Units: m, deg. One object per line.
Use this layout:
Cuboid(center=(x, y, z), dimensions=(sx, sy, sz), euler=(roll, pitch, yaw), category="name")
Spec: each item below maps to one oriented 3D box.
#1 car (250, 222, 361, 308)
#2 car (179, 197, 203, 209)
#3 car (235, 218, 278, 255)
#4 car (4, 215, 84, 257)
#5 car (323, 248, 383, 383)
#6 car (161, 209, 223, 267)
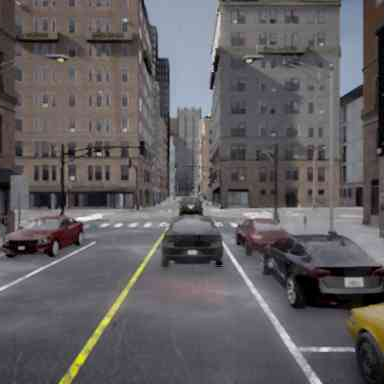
Cuboid(center=(2.826, 1.632, 7.900), dimensions=(1.947, 1.339, 4.313), euler=(-1, 0, 0), category="car")
Cuboid(center=(-0.104, 1.480, 32.124), dimensions=(2.150, 2.045, 5.566), euler=(0, 0, 0), category="car")
Cuboid(center=(2.793, 1.694, 13.486), dimensions=(1.802, 1.307, 4.206), euler=(-1, 0, 0), category="car")
Cuboid(center=(-5.752, 1.658, 13.432), dimensions=(1.887, 1.381, 4.507), euler=(-1, 0, 0), category="car")
Cuboid(center=(2.858, 1.546, 2.485), dimensions=(1.752, 1.417, 4.829), euler=(-1, 0, 0), category="car")
Cuboid(center=(0.010, 1.577, 11.887), dimensions=(1.882, 1.535, 5.008), euler=(0, 0, 0), category="car")
